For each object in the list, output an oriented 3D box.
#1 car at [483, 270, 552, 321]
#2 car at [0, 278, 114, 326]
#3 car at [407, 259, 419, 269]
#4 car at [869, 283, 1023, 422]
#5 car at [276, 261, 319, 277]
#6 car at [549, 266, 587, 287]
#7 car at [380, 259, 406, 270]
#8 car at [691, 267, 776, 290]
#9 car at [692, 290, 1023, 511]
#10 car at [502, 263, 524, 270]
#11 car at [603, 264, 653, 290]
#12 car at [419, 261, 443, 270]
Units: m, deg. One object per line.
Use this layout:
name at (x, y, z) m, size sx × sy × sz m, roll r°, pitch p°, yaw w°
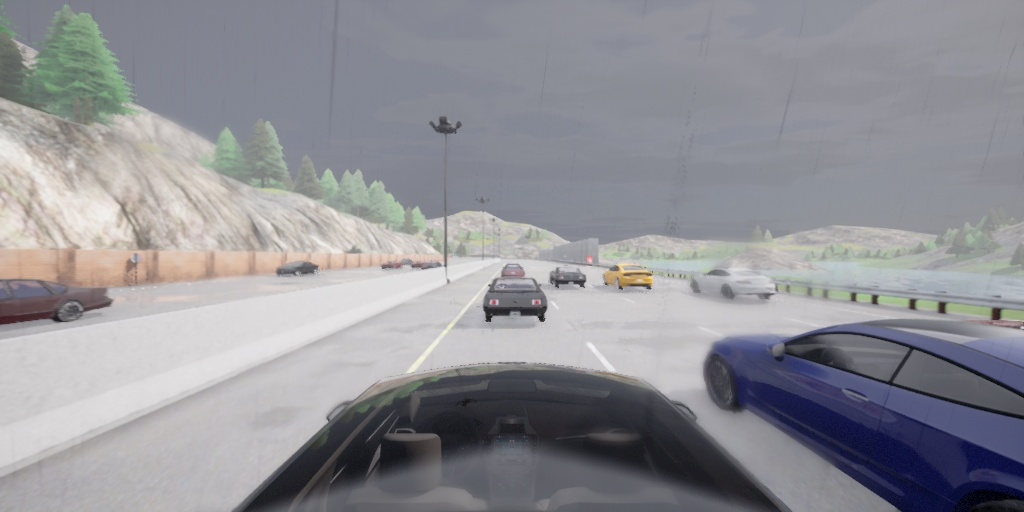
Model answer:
car at (0.094, 1.349, 12.416) m, size 1.895 × 1.301 × 4.718 m, roll 0°, pitch 0°, yaw 0°
car at (-14.105, 1.298, 9.414) m, size 2.033 × 1.411 × 5.357 m, roll 0°, pitch 0°, yaw 0°
car at (-14.092, 1.342, 55.027) m, size 1.895 × 1.301 × 4.718 m, roll 0°, pitch 0°, yaw 0°
car at (7.080, 1.227, 3.664) m, size 1.882 × 1.535 × 5.008 m, roll 0°, pitch 0°, yaw 0°
car at (-21.113, 1.224, 35.497) m, size 1.882 × 1.535 × 5.008 m, roll 0°, pitch 0°, yaw 0°
car at (3.588, 1.346, 23.944) m, size 1.895 × 1.301 × 4.718 m, roll 0°, pitch 0°, yaw 0°
car at (-17.597, 1.343, 52.614) m, size 1.895 × 1.301 × 4.718 m, roll 0°, pitch 0°, yaw 0°
car at (10.590, 1.272, 17.487) m, size 1.812 × 1.442 × 4.674 m, roll 0°, pitch 0°, yaw 0°
car at (3.579, 1.275, 3.102) m, size 1.812 × 1.442 × 4.674 m, roll 0°, pitch 0°, yaw 0°
car at (0.083, 1.309, 30.376) m, size 1.994 × 1.385 × 4.181 m, roll 0°, pitch 0°, yaw 0°
car at (7.089, 1.223, 22.397) m, size 1.882 × 1.535 × 5.008 m, roll 0°, pitch 0°, yaw 0°
car at (-10.606, 1.307, 48.337) m, size 1.994 × 1.385 × 4.181 m, roll 0°, pitch 0°, yaw 0°
